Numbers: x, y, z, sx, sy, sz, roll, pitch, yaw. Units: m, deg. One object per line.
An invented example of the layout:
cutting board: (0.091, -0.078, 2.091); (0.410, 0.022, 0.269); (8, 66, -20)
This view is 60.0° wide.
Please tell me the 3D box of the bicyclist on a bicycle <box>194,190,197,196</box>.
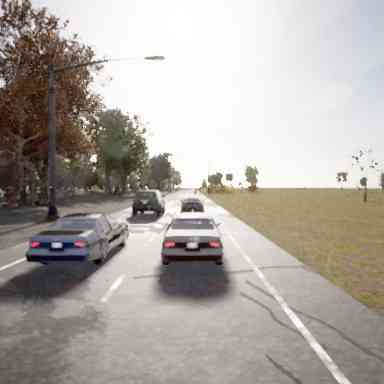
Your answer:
bicyclist on a bicycle: (0.980, 0.196, 89.543); (0.582, 1.620, 1.656); (0, 0, 0)

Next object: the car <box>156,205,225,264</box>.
car: (0.029, 1.389, 11.111); (2.033, 1.411, 5.357); (0, 1, 1)

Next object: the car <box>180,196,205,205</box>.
car: (0.051, 1.106, 28.275); (1.837, 1.490, 4.892); (0, 1, 0)

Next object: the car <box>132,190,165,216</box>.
car: (-3.457, 0.838, 27.208); (2.150, 2.045, 5.566); (0, 1, 1)

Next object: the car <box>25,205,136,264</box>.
car: (-3.470, 1.389, 11.107); (2.033, 1.411, 5.357); (0, 1, 1)
